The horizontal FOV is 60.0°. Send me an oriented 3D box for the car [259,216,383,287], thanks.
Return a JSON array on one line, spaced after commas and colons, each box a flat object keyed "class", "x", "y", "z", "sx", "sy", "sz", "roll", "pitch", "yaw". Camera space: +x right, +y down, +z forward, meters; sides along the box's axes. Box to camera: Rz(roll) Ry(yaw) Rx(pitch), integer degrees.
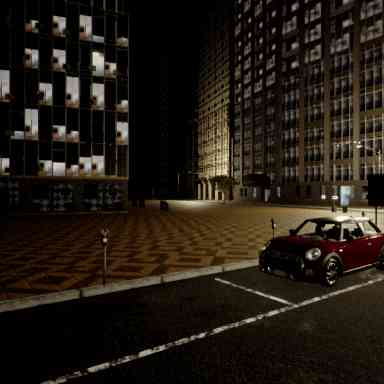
[{"class": "car", "x": 3.741, "y": 1.439, "z": 9.234, "sx": 4.097, "sy": 1.590, "sz": 1.967, "roll": 0, "pitch": 0, "yaw": -36}]
